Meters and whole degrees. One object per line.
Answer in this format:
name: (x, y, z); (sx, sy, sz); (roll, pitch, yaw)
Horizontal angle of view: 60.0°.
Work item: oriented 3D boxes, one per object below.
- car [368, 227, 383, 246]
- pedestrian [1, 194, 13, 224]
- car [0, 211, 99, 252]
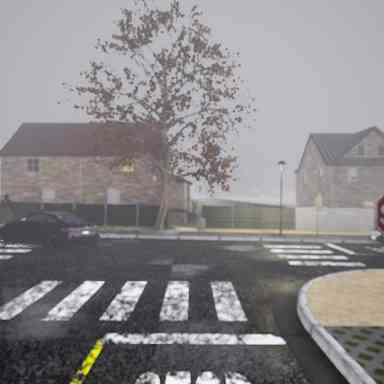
car: (10.316, 1.766, 14.416); (4.902, 1.511, 2.128); (1, 0, 0)
pedestrian: (-9.647, 1.004, 17.268); (0.375, 1.860, 0.375); (0, -1, 0)
car: (-5.837, 1.479, 13.498); (4.181, 1.385, 1.994); (1, -1, 26)
